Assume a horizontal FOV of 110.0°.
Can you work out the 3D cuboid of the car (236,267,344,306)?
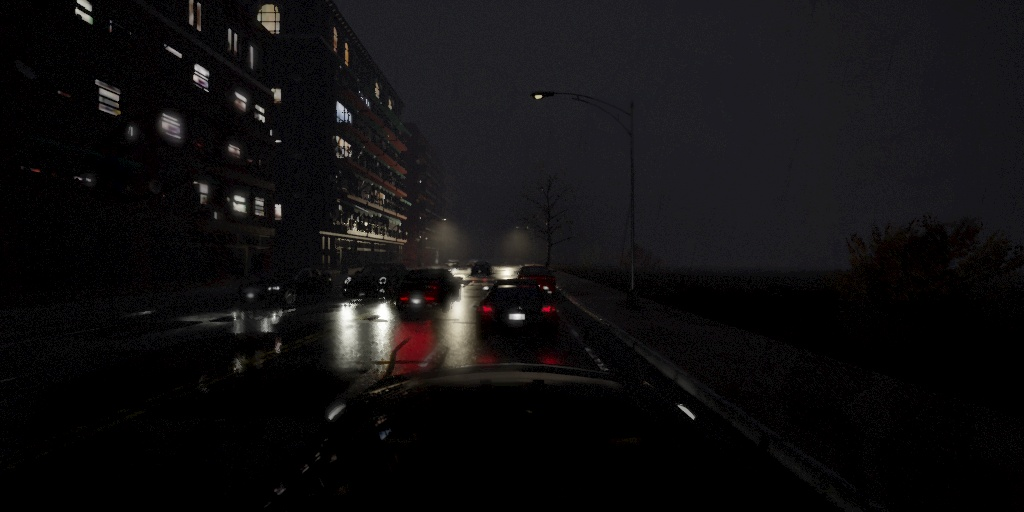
[{"bbox_3d":[-9.831,1.243,15.965,2.128,1.511,4.902,0,0,0],"label":"car"}]

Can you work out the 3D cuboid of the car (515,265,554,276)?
[{"bbox_3d":[1.161,1.230,18.876,1.882,1.535,5.008,0,0,0],"label":"car"}]

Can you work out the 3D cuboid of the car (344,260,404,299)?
[{"bbox_3d":[-6.578,1.104,17.978,2.097,1.767,4.553,0,0,0],"label":"car"}]

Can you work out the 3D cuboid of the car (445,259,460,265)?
[{"bbox_3d":[-9.747,1.242,59.320,2.128,1.511,4.902,0,0,0],"label":"car"}]

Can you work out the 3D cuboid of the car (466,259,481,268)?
[{"bbox_3d":[-6.490,1.297,60.800,2.033,1.411,5.357,0,0,0],"label":"car"}]

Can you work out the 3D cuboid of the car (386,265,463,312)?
[{"bbox_3d":[-3.134,1.255,14.225,1.837,1.490,4.892,0,0,0],"label":"car"}]

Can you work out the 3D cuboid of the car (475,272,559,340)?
[{"bbox_3d":[0.113,1.315,9.957,1.994,1.385,4.181,0,0,0],"label":"car"}]

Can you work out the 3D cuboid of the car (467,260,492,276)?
[{"bbox_3d":[-3.101,1.245,36.954,2.128,1.511,4.902,0,0,0],"label":"car"}]
